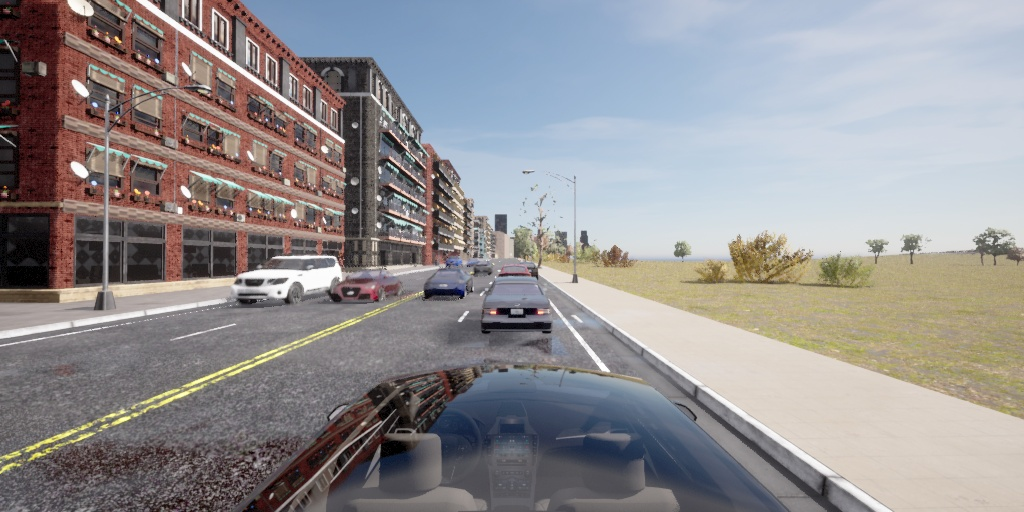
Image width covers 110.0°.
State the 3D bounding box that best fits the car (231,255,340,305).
[{"bbox_3d":[-9.819,0.974,16.306,2.150,2.045,5.566,0,0,0],"label":"car"}]

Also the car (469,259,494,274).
[{"bbox_3d":[-3.063,1.246,38.830,2.128,1.511,4.902,0,0,0],"label":"car"}]

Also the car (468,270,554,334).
[{"bbox_3d":[0.119,1.299,10.606,2.033,1.411,5.357,0,0,0],"label":"car"}]

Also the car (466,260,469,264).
[{"bbox_3d":[-6.446,1.229,59.510,1.882,1.535,5.008,0,0,0],"label":"car"}]

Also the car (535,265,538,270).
[{"bbox_3d":[1.204,1.231,30.584,1.882,1.535,5.008,0,0,0],"label":"car"}]

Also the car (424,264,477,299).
[{"bbox_3d":[-3.114,1.317,18.304,1.994,1.385,4.181,0,0,0],"label":"car"}]

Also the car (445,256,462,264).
[{"bbox_3d":[-9.689,0.976,60.118,2.150,2.045,5.566,0,0,0],"label":"car"}]

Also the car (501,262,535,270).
[{"bbox_3d":[0.147,1.230,21.146,1.882,1.535,5.008,0,0,0],"label":"car"}]

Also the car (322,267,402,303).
[{"bbox_3d":[-6.568,1.316,16.590,1.994,1.385,4.181,0,0,0],"label":"car"}]
